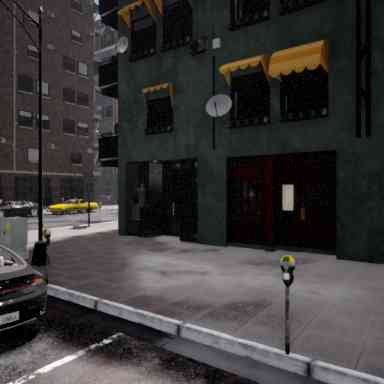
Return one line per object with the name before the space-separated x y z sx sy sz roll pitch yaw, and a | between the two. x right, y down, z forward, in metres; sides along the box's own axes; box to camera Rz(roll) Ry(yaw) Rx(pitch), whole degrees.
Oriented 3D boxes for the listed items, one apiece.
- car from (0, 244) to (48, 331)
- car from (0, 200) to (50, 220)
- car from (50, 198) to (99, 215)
car | -4.360 1.551 5.980 4.403 1.369 2.008 0 0 35
car | -13.932 1.350 25.986 2.008 1.369 4.403 1 1 35
car | -10.845 1.249 30.412 1.752 1.417 4.829 1 1 35
